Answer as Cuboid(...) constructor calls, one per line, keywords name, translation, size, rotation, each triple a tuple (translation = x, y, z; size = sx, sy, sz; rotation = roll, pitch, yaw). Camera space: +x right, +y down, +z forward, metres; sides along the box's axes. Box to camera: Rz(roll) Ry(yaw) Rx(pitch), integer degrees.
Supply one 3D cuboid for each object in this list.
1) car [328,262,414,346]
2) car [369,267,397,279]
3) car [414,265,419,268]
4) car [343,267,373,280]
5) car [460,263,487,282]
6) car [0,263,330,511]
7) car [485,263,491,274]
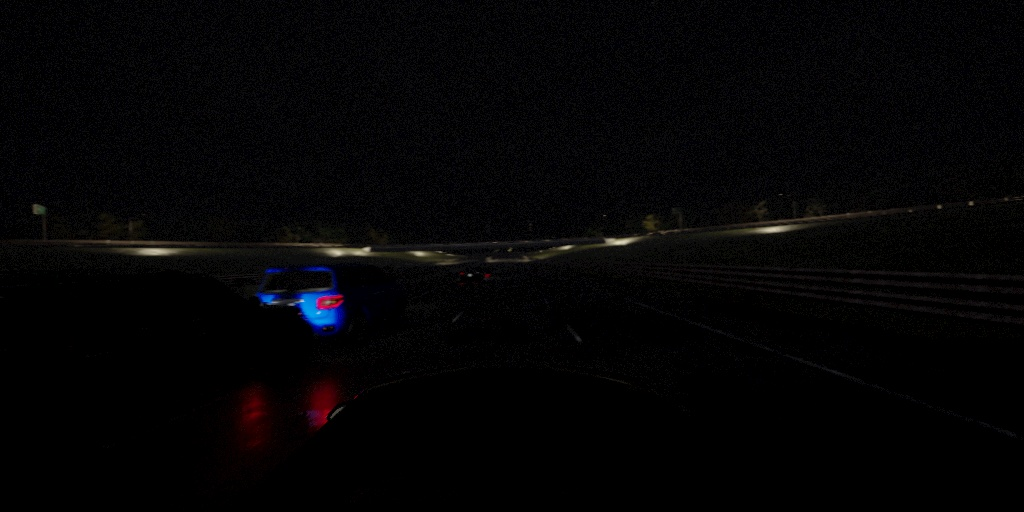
Cuboid(name="car", translation=(-4.746, 1.210, 10.255), size=(2.150, 2.045, 5.566), rotation=(-2, 0, 0))
Cuboid(name="car", translation=(-18.056, 2.293, 50.466), size=(2.033, 1.411, 5.357), rotation=(-2, 0, 0))
Cuboid(name="car", translation=(-14.586, 2.100, 51.875), size=(1.882, 1.535, 5.008), rotation=(-2, 0, 0))
Cuboid(name="car", translation=(-21.563, 2.366, 50.456), size=(2.128, 1.511, 4.902), rotation=(-2, 0, 0))
Cuboid(name="car", translation=(-3.802, 1.704, 34.284), size=(1.994, 1.385, 4.181), rotation=(-2, 0, 0))
Cuboid(name="car", translation=(-4.723, 1.165, 4.250), size=(2.150, 2.045, 5.566), rotation=(-2, 0, 0))
Cuboid(name="car", translation=(-3.988, 1.756, 51.291), size=(1.812, 1.442, 4.674), rotation=(-2, 0, 0))
